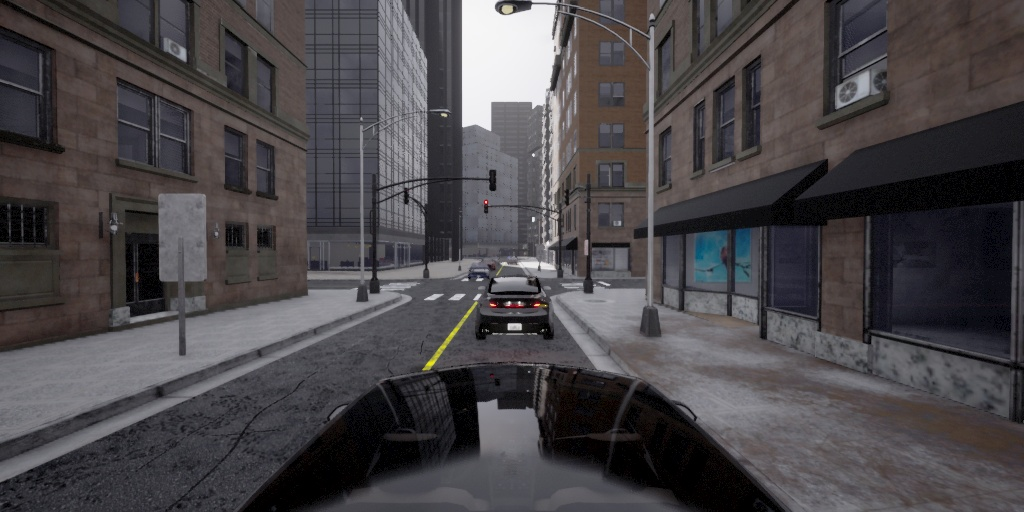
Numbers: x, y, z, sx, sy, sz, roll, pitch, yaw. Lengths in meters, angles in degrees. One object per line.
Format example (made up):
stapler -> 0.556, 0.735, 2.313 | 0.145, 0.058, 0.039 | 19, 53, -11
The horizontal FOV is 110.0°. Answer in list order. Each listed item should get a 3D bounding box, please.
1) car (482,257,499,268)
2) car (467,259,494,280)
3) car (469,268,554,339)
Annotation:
car -> -3.147, 0.966, 45.509 | 2.097, 1.767, 4.553 | 0, 0, 0
car -> -2.845, 1.257, 31.190 | 2.033, 1.411, 5.357 | 0, 0, -4
car -> 0.070, 1.252, 10.009 | 1.837, 1.490, 4.892 | 0, 0, 0
